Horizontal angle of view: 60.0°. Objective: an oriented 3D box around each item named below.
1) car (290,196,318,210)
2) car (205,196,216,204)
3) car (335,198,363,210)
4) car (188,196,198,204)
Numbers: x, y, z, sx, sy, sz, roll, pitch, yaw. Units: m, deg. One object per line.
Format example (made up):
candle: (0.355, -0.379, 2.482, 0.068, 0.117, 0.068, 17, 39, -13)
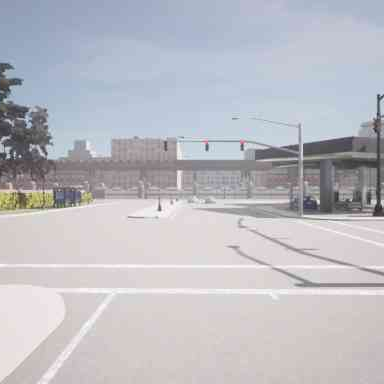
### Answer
car: (13.244, 1.295, 39.635, 2.242, 1.667, 4.611, 0, 0, 0)
car: (3.554, 1.525, 64.319, 1.812, 1.442, 4.674, 0, 0, 0)
car: (18.989, 1.456, 40.393, 1.970, 1.475, 3.806, 0, 0, 0)
car: (0.160, 1.525, 66.102, 1.812, 1.442, 4.674, 0, 0, 0)
